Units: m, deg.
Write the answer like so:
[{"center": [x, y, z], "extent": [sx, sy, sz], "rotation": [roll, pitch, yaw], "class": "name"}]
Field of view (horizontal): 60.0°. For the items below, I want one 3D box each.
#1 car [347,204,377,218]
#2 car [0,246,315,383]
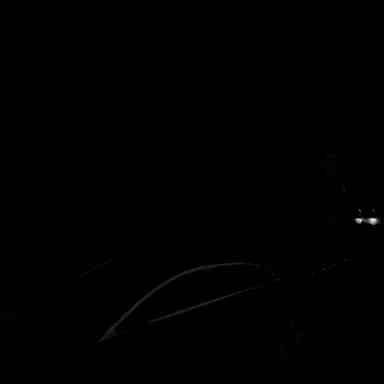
[{"center": [20.638, 2.202, 40.587], "extent": [2.097, 1.767, 4.553], "rotation": [-3, -3, 8], "class": "car"}, {"center": [-0.448, 1.501, 4.020], "extent": [4.902, 1.511, 2.128], "rotation": [0, 0, -39], "class": "car"}]
